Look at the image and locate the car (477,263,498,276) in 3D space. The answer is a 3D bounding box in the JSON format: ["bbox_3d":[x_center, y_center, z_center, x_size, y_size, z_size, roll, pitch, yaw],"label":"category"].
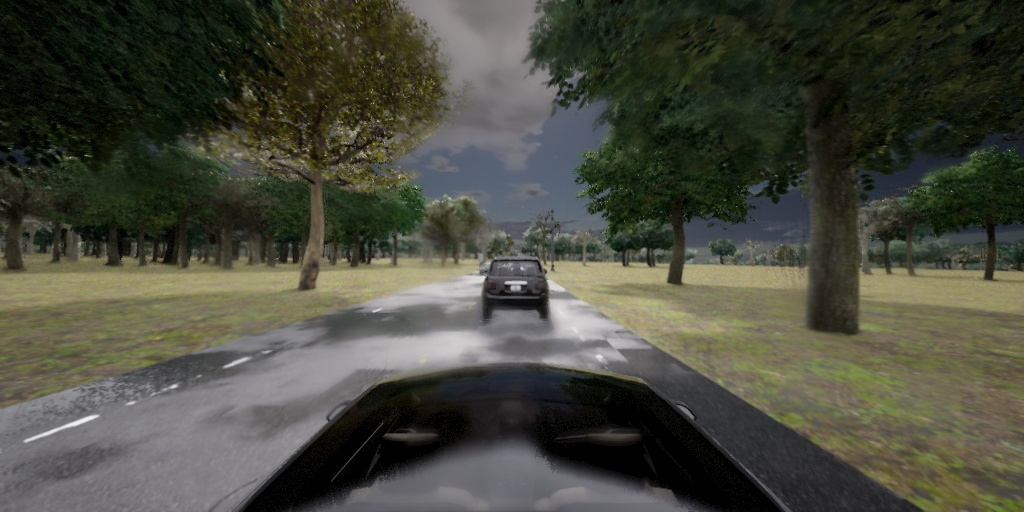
[{"bbox_3d":[-2.893,1.596,43.670,2.128,1.511,4.902,0,-1,2],"label":"car"}]

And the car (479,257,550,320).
[{"bbox_3d":[0.151,1.061,13.197,2.150,2.045,5.566,0,-1,1],"label":"car"}]
